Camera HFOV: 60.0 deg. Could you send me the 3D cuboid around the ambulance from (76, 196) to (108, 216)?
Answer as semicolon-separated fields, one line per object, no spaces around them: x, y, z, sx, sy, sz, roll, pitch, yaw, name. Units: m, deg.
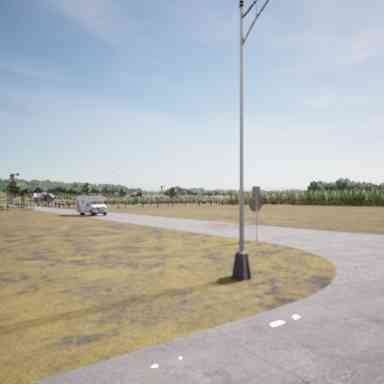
-12.741;1.761;42.329;2.351;2.431;6.366;0;-1;-35;ambulance
